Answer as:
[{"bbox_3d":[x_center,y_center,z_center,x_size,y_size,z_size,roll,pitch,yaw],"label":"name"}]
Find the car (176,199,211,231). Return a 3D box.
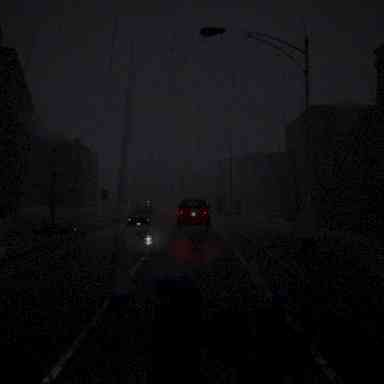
[{"bbox_3d":[0.095,1.457,22.826,2.150,2.045,5.566,0,0,0],"label":"car"}]

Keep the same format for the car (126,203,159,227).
[{"bbox_3d":[-3.606,1.805,25.143,2.033,1.411,5.357,0,-1,0],"label":"car"}]

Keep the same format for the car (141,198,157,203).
[{"bbox_3d":[-8.568,2.004,66.063,2.097,1.767,4.553,1,-1,-27],"label":"car"}]

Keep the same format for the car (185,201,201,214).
[{"bbox_3d":[0.017,1.905,41.675,1.882,1.535,5.008,0,-1,-1],"label":"car"}]
